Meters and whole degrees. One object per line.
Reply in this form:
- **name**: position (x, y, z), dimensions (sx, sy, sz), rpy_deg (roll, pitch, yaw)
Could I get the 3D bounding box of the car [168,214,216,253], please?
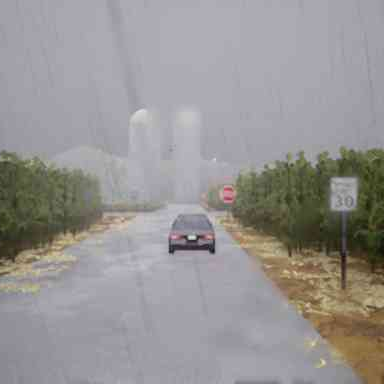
- **car**: position (-0.002, 1.616, 13.988), dimensions (2.033, 1.411, 5.357), rpy_deg (0, 0, 0)
